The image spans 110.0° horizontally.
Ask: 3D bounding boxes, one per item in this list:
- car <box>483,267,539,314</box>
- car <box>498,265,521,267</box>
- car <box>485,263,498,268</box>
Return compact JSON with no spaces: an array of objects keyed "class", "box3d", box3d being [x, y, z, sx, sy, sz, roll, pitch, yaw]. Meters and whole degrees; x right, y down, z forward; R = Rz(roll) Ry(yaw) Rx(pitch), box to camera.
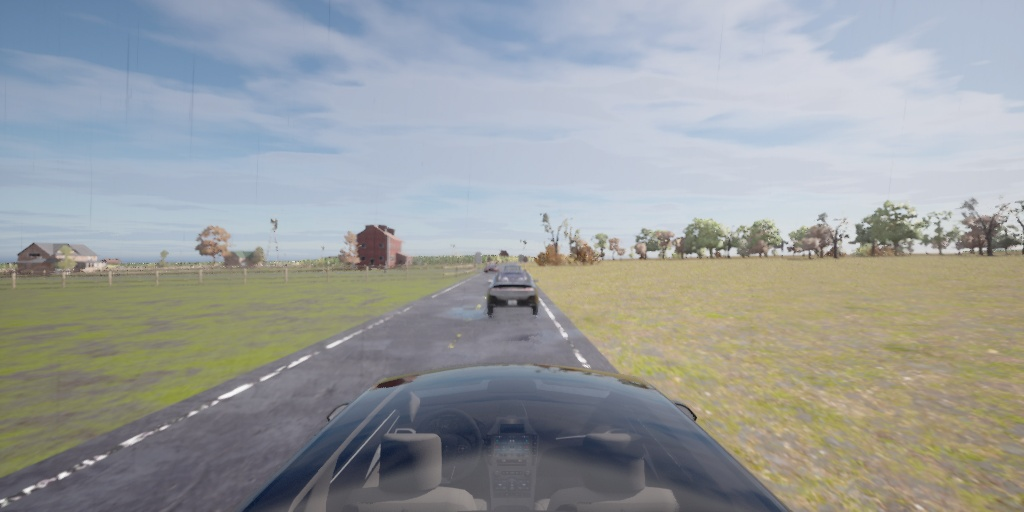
[{"class":"car","box3d":[0.043,1.344,14.209,2.128,1.511,4.902,0,0,1]},{"class":"car","box3d":[0.047,1.482,29.232,1.837,1.490,4.892,0,0,1]},{"class":"car","box3d":[-2.789,1.712,49.650,1.994,1.385,4.181,0,-1,1]}]
